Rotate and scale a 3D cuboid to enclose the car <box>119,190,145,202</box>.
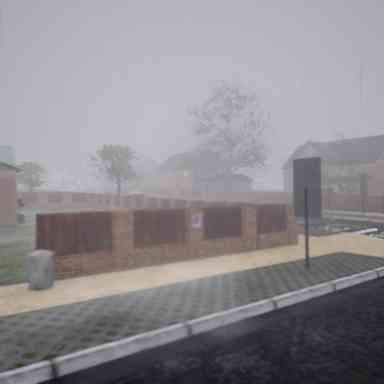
[{"bbox_3d":[-8.669,0.527,47.818,1.882,1.535,5.008,-2,2,-34],"label":"car"}]

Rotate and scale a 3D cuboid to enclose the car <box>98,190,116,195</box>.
[{"bbox_3d":[-14.441,0.365,56.107,1.837,1.490,4.892,-2,2,-35],"label":"car"}]

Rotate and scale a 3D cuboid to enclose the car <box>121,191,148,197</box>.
[{"bbox_3d":[-6.344,0.807,39.373,1.812,1.442,4.674,-2,2,-34],"label":"car"}]
